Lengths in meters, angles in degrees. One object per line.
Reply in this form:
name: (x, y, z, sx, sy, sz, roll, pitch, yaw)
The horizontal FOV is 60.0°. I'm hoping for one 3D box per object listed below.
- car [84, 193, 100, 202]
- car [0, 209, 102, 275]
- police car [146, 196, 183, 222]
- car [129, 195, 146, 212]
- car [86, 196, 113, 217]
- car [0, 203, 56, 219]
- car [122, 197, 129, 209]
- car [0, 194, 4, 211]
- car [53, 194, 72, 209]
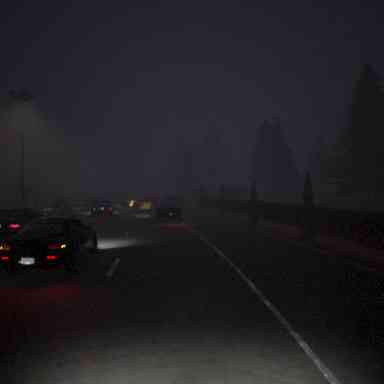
car: (-17.555, 0.988, 58.607, 2.097, 1.767, 4.553, 0, 0, -33)
car: (-4.162, 1.464, 10.224, 1.812, 1.442, 4.674, 0, 0, -6)
police car: (-2.022, 1.259, 24.730, 1.930, 1.638, 5.238, 0, 0, -14)
car: (-5.145, 1.224, 35.323, 1.801, 1.575, 5.366, 0, 0, -19)
car: (-7.805, 1.367, 28.720, 2.033, 1.411, 5.357, 0, 0, -16)
car: (-8.491, 1.454, 16.280, 2.033, 1.411, 5.357, 0, 0, -10)
car: (-7.500, 1.187, 41.467, 1.801, 1.575, 5.366, 0, 0, -23)
car: (-21.855, 1.152, 36.094, 2.097, 1.767, 4.553, 0, 0, -23)
car: (-14.106, 1.308, 36.170, 1.812, 1.442, 4.674, 0, 0, -21)
